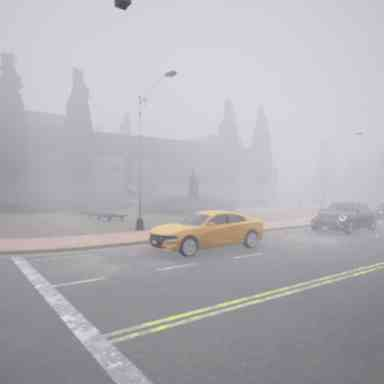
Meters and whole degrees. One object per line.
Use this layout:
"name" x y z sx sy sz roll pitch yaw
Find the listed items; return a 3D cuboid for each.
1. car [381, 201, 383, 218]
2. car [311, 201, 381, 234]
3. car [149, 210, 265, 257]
"car" 16.816 1.521 28.185 1.837 1.490 4.892 0 0 33
"car" 8.859 1.365 19.384 4.553 1.767 2.097 0 0 -41
"car" 0.695 1.487 13.167 5.008 1.535 1.882 0 0 -36
